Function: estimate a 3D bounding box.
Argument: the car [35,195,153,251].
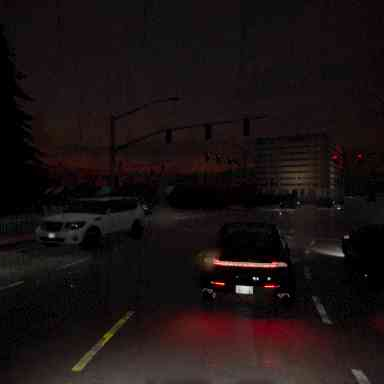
[{"bbox_3d":[-4.099,1.222,14.591,2.150,2.045,5.566,0,0,21],"label":"car"}]

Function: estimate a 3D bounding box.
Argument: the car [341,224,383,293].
[{"bbox_3d":[5.180,1.547,8.554,2.033,1.411,5.357,0,0,16],"label":"car"}]

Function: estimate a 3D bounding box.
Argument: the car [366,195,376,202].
[{"bbox_3d":[42.671,1.525,79.280,2.128,1.511,4.902,0,0,32],"label":"car"}]

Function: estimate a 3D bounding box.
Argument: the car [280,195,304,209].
[{"bbox_3d":[13.416,1.505,45.205,1.837,1.490,4.892,0,0,32],"label":"car"}]

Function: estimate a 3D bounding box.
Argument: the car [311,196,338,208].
[{"bbox_3d":[19.188,1.547,47.899,2.033,1.411,5.357,0,0,32],"label":"car"}]

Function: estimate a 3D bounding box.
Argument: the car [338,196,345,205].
[{"bbox_3d":[25.227,1.492,57.664,2.128,1.511,4.902,0,0,32],"label":"car"}]

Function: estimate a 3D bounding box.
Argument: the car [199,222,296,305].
[{"bbox_3d":[1.428,1.492,8.181,2.128,1.511,4.902,0,0,12],"label":"car"}]

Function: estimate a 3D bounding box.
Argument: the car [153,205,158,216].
[{"bbox_3d":[-5.396,1.407,31.607,4.553,1.767,2.097,0,0,32],"label":"car"}]

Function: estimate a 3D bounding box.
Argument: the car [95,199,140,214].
[{"bbox_3d":[-8.501,1.548,37.673,4.902,1.511,2.128,0,0,32],"label":"car"}]

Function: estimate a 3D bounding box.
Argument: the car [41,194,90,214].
[{"bbox_3d":[-14.118,1.277,37.048,5.566,2.045,2.150,0,0,32],"label":"car"}]

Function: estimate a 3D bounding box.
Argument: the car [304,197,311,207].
[{"bbox_3d":[18.339,1.526,53.180,1.812,1.442,4.674,0,0,32],"label":"car"}]
